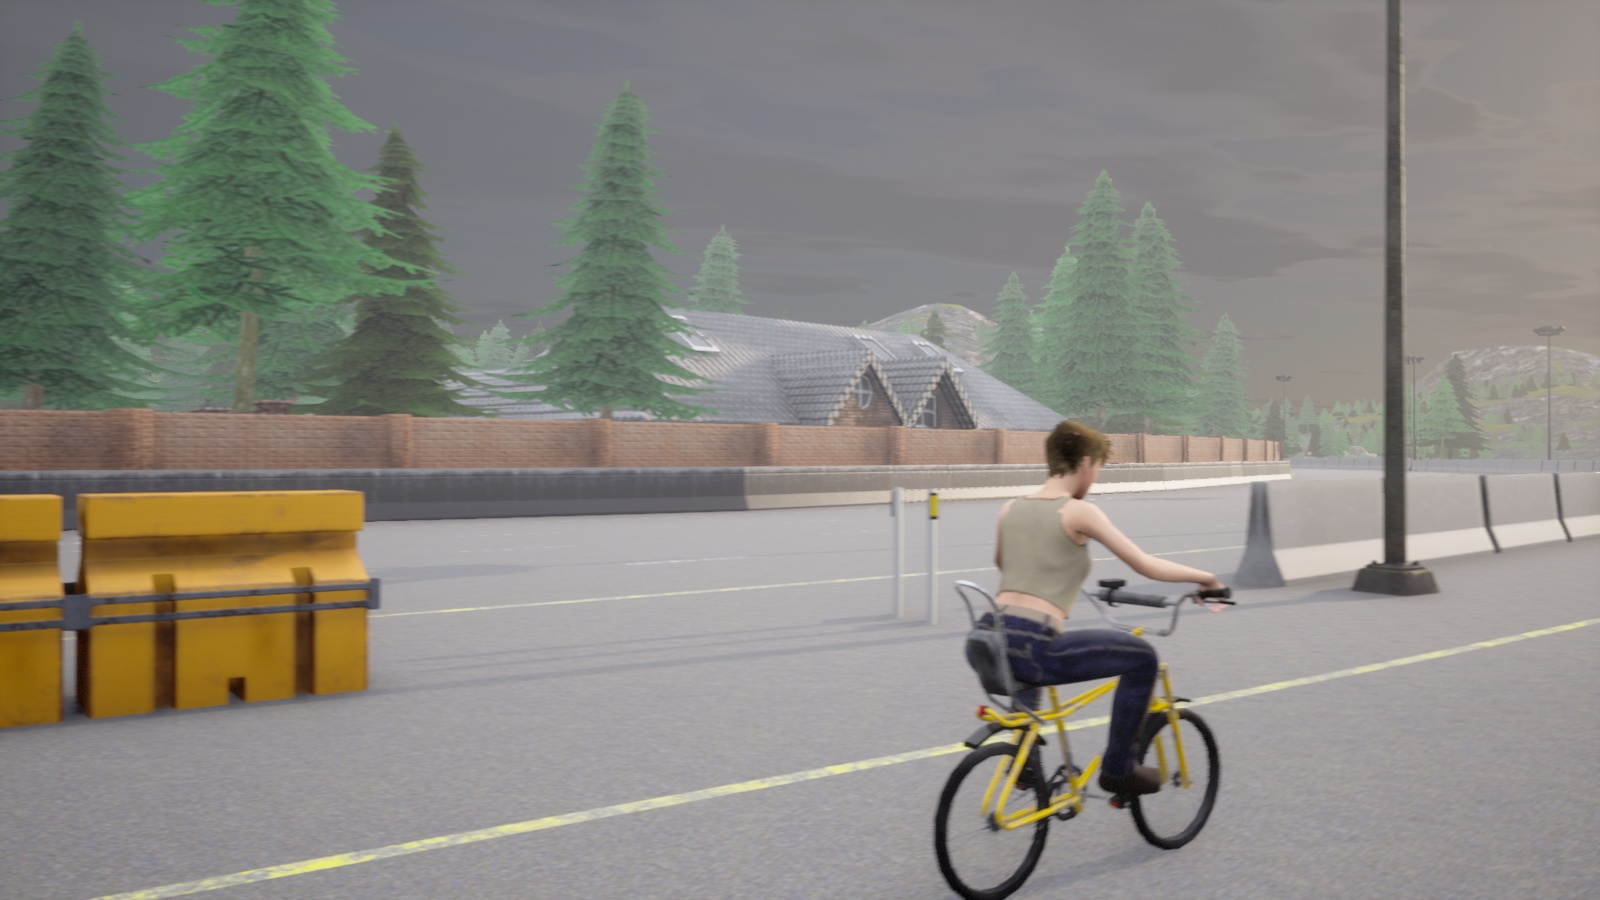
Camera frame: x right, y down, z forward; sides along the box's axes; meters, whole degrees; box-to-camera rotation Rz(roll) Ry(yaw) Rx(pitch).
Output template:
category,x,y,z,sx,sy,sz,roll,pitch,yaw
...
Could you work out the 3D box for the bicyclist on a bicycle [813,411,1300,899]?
category,x,y,z,sx,sy,sz,roll,pitch,yaw
bicyclist on a bicycle,0.911,0.698,4.372,1.509,1.612,0.866,0,0,-36
